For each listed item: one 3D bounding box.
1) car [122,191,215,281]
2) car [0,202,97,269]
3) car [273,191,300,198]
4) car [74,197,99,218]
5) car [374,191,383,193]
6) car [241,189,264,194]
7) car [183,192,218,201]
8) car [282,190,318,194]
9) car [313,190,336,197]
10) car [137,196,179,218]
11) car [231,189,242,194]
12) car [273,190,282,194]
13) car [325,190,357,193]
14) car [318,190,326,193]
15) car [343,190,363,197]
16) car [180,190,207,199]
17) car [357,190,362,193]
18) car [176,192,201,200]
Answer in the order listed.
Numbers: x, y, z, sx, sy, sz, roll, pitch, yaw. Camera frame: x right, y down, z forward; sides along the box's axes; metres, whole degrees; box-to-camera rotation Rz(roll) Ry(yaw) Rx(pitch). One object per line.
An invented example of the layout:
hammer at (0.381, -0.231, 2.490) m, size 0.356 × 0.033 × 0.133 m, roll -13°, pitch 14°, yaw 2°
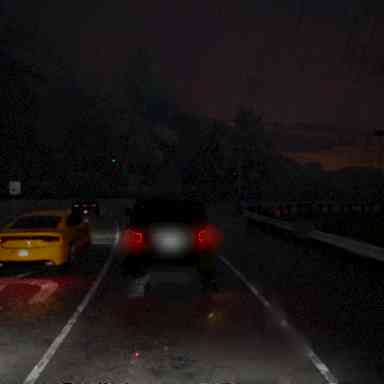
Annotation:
car at (-0.786, 1.076, 9.639) m, size 2.150 × 2.045 × 5.566 m, roll 0°, pitch 1°, yaw -7°
car at (-4.472, 1.312, 10.609) m, size 1.882 × 1.535 × 5.008 m, roll 0°, pitch 1°, yaw -8°
car at (20.101, 0.465, 70.608) m, size 5.357 × 1.411 × 2.033 m, roll 0°, pitch 1°, yaw -17°
car at (-8.054, 1.112, 24.916) m, size 2.128 × 1.511 × 4.902 m, roll 0°, pitch 1°, yaw -20°
car at (37.263, 0.540, 66.036) m, size 5.357 × 1.411 × 2.033 m, roll 0°, pitch 1°, yaw -27°
car at (10.836, 0.696, 56.861) m, size 4.181 × 1.385 × 1.994 m, roll 0°, pitch 1°, yaw -17°
car at (1.358, 0.720, 53.952) m, size 5.357 × 1.411 × 2.033 m, roll 0°, pitch 1°, yaw -17°
car at (19.230, 0.573, 59.399) m, size 5.008 × 1.535 × 1.882 m, roll 0°, pitch 1°, yaw -17°
car at (29.419, 0.355, 73.922) m, size 5.008 × 1.535 × 1.882 m, roll 0°, pitch 1°, yaw -24°
car at (-2.575, 1.139, 26.739) m, size 2.033 × 1.411 × 5.357 m, roll 0°, pitch 1°, yaw 10°
car at (9.437, 0.575, 63.672) m, size 5.357 × 1.411 × 2.033 m, roll 0°, pitch 1°, yaw -17°
car at (18.354, 0.341, 66.402) m, size 4.553 × 1.767 × 2.097 m, roll 0°, pitch 1°, yaw -17°
car at (27.774, 0.622, 62.036) m, size 4.181 × 1.385 × 1.994 m, roll 0°, pitch 1°, yaw -17°
car at (26.768, 0.546, 69.079) m, size 4.718 × 1.301 × 1.895 m, roll 0°, pitch 1°, yaw -20°
car at (38.263, 0.257, 78.833) m, size 5.008 × 1.535 × 1.882 m, roll -1°, pitch 1°, yaw -31°
car at (0.289, 0.489, 64.508) m, size 5.008 × 1.535 × 1.882 m, roll 0°, pitch 1°, yaw -17°
car at (36.056, 0.483, 73.361) m, size 4.718 × 1.301 × 1.895 m, roll 0°, pitch 1°, yaw -27°
car at (-0.615, 0.634, 60.652) m, size 4.181 × 1.385 × 1.994 m, roll 0°, pitch 1°, yaw -17°
